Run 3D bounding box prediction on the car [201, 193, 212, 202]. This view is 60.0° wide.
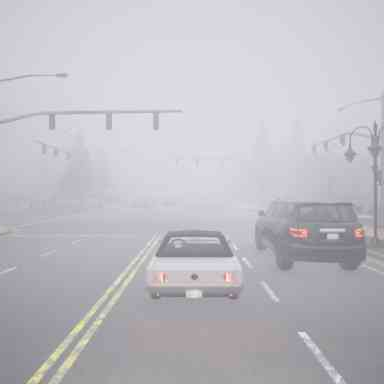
[{"bbox_3d":[3.514,1.215,79.199,2.150,2.045,5.566,0,0,0],"label":"car"}]

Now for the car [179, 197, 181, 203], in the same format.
[{"bbox_3d":[-3.573,1.504,61.989,1.837,1.490,4.892,0,0,-1],"label":"car"}]

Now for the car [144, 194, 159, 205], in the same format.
[{"bbox_3d":[-7.066,1.547,59.168,2.033,1.411,5.357,0,0,0],"label":"car"}]

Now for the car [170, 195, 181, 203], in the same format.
[{"bbox_3d":[-3.487,1.525,72.429,2.128,1.511,4.902,0,0,0],"label":"car"}]

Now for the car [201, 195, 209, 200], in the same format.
[{"bbox_3d":[3.516,1.407,89.851,1.994,1.385,4.181,0,0,0],"label":"car"}]

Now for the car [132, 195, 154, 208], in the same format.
[{"bbox_3d":[-7.130,1.547,47.176,2.033,1.411,5.357,0,0,2],"label":"car"}]

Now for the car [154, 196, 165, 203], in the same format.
[{"bbox_3d":[-6.987,1.552,72.846,1.994,1.385,4.181,0,0,0],"label":"car"}]

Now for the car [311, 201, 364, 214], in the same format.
[{"bbox_3d":[14.939,1.601,34.318,4.718,1.301,1.895,0,0,0],"label":"car"}]

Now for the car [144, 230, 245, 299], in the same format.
[{"bbox_3d":[0.064,1.601,8.379,1.895,1.301,4.718,0,0,0],"label":"car"}]

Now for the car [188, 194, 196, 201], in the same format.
[{"bbox_3d":[0.014,1.514,79.543,1.812,1.442,4.674,0,0,0],"label":"car"}]

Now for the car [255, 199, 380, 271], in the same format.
[{"bbox_3d":[3.581,1.221,11.103,2.150,2.045,5.566,0,0,0],"label":"car"}]

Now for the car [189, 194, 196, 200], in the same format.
[{"bbox_3d":[0.016,1.379,89.851,1.812,1.442,4.674,0,0,0],"label":"car"}]

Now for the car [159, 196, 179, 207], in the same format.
[{"bbox_3d":[-3.577,1.564,51.859,1.994,1.385,4.181,0,0,0],"label":"car"}]
